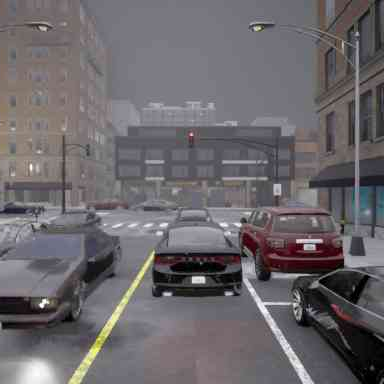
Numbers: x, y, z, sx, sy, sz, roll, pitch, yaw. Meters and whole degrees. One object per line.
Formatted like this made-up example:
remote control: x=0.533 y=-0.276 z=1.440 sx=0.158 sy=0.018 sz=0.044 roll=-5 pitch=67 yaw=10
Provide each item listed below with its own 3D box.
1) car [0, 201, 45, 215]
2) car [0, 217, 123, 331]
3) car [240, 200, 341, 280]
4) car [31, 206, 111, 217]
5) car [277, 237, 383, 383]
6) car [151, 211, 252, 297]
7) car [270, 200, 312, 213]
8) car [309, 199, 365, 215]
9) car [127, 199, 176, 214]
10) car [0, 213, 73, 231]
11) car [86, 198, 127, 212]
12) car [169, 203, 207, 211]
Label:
car: x=-16.207 y=1.531 z=30.951 sx=4.718 sy=1.301 sz=1.895 roll=0 pitch=0 yaw=0
car: x=-2.875 y=1.547 z=7.448 sx=2.033 sy=1.411 sz=5.357 roll=0 pitch=0 yaw=0
car: x=2.623 y=1.315 z=9.815 sx=2.192 sy=1.841 sz=5.009 roll=0 pitch=0 yaw=0
car: x=-5.409 y=1.566 z=15.467 sx=1.947 sy=1.339 sz=4.313 roll=0 pitch=0 yaw=0
car: x=2.631 y=1.566 z=4.153 sx=1.947 sy=1.339 sz=4.313 roll=0 pitch=0 yaw=0
car: x=0.062 y=1.478 z=8.634 sx=1.882 sy=1.535 sz=5.008 roll=0 pitch=0 yaw=-1
car: x=11.231 y=1.629 z=37.812 sx=4.181 sy=1.385 sz=1.994 roll=0 pitch=0 yaw=0
car: x=15.036 y=1.562 z=34.584 sx=5.008 sy=1.535 sz=1.882 roll=0 pitch=0 yaw=0
car: x=-3.865 y=1.481 z=34.476 sx=4.902 sy=1.511 sz=2.128 roll=0 pitch=0 yaw=0
car: x=-5.402 y=1.551 z=9.804 sx=2.008 sy=1.369 sz=4.403 roll=0 pitch=0 yaw=0
car: x=-9.444 y=1.440 z=37.692 sx=5.008 sy=1.535 sz=1.882 roll=0 pitch=0 yaw=0
car: x=0.059 y=1.505 z=16.137 sx=1.837 sy=1.490 sz=4.892 roll=0 pitch=0 yaw=0
